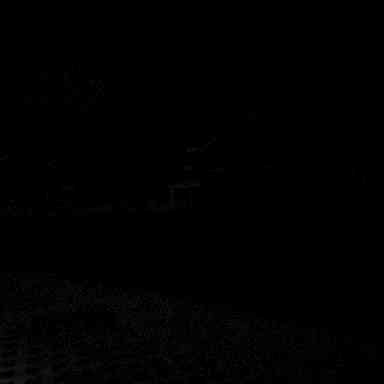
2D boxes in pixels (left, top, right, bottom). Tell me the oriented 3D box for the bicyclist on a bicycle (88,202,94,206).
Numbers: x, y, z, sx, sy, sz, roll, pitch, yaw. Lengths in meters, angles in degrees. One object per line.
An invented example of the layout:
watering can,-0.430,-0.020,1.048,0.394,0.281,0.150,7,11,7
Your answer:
bicyclist on a bicycle,-7.017,1.538,23.319,1.656,1.620,0.582,-4,-2,23

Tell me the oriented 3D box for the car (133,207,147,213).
car,-6.295,2.417,39.606,1.895,1.301,4.718,-3,-2,24

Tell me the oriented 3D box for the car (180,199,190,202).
car,-0.022,2.064,46.868,2.150,2.045,5.566,-3,-2,24

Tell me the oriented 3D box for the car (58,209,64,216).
car,-11.147,2.160,28.468,1.994,1.385,4.181,-3,-2,23
